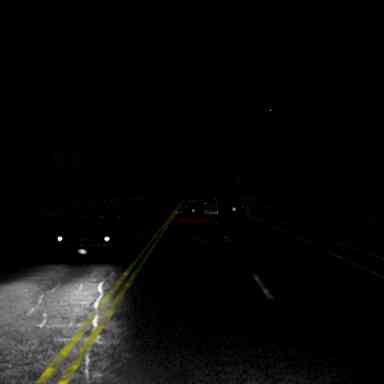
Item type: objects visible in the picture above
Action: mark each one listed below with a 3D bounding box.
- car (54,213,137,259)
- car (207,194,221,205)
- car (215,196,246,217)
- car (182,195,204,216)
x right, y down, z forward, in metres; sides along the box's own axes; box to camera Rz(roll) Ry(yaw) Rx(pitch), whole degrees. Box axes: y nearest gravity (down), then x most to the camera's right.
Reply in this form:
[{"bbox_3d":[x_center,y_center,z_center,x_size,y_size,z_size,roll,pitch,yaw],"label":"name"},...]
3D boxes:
[{"bbox_3d":[-3.322,1.493,12.321,1.895,1.301,4.718,0,1,0],"label":"car"},{"bbox_3d":[3.346,1.074,47.581,1.837,1.490,4.892,0,1,0],"label":"car"},{"bbox_3d":[3.348,1.311,28.412,1.994,1.385,4.181,0,1,0],"label":"car"},{"bbox_3d":[0.097,1.267,28.930,1.812,1.442,4.674,0,1,0],"label":"car"}]
